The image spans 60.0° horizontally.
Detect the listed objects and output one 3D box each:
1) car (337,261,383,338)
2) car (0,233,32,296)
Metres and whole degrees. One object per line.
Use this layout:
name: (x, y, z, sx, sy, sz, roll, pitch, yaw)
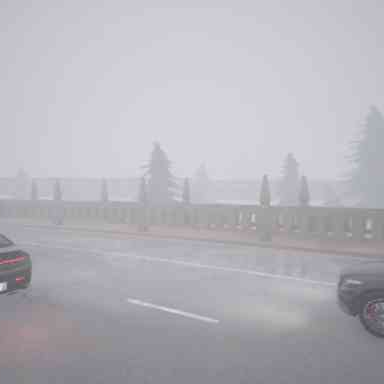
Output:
car: (4.642, 1.499, 4.811, 4.674, 1.442, 1.812, 0, 0, 36)
car: (-5.533, 1.463, 7.224, 4.892, 1.490, 1.837, 0, 0, 31)
